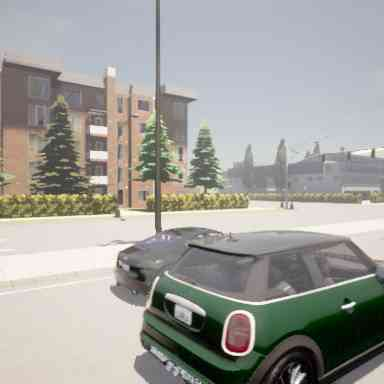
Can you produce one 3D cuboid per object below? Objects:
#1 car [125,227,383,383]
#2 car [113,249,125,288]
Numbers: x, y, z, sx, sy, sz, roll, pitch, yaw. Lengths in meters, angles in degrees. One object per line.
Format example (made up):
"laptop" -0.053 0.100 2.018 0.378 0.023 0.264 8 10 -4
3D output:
"car" 1.607 1.351 4.880 4.553 1.767 2.097 0 0 -37
"car" 0.231 1.563 8.197 4.181 1.385 1.994 0 0 -35
